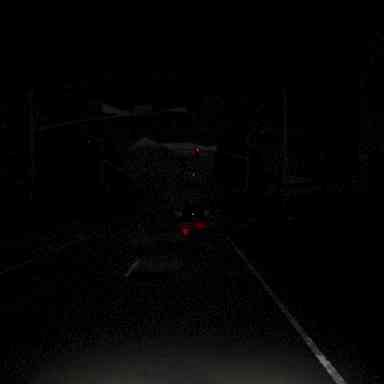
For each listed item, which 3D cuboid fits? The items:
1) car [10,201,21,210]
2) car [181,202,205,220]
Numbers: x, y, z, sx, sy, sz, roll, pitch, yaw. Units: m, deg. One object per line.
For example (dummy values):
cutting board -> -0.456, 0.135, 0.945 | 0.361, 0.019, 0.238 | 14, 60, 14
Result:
car -> -22.167, 1.593, 45.203 | 4.611, 1.667, 2.242 | 0, 0, 0
car -> 0.089, 1.586, 29.014 | 2.128, 1.511, 4.902 | 0, -1, 0
